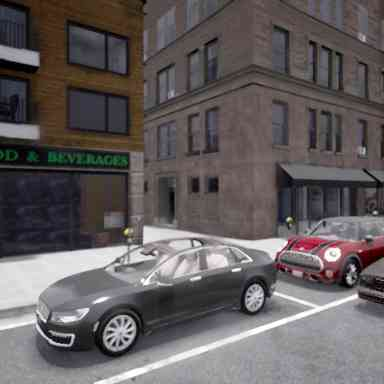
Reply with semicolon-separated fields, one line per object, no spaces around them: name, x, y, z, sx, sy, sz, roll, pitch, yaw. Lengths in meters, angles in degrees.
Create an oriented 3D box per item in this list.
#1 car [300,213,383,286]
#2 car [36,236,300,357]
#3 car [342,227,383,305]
car;4.145;1.427;9.114;4.097;1.590;1.967;0;0;-35
car;-0.358;1.546;5.924;4.403;1.369;2.008;0;0;-35
car;5.712;1.534;7.114;5.357;1.411;2.033;0;0;-35
